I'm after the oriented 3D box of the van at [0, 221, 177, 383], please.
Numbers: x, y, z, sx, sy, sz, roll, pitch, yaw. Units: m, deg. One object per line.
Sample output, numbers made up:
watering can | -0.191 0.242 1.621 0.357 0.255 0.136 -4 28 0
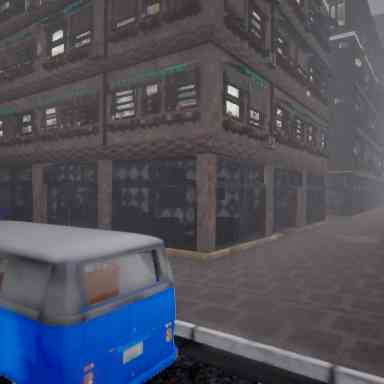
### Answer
van | -2.084 1.338 4.343 3.998 1.788 1.690 0 1 36
